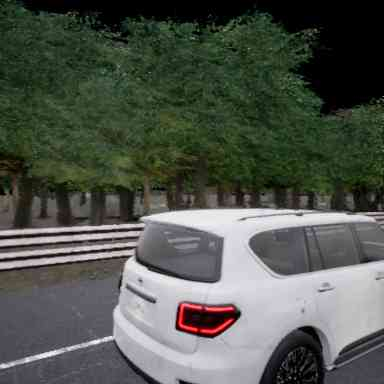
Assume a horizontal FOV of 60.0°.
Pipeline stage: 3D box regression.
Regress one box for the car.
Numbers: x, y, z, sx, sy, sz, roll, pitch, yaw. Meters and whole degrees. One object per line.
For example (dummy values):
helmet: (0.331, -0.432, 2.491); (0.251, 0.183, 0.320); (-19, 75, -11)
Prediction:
car: (1.656, 1.257, 4.919); (5.566, 2.045, 2.150); (0, 0, -35)
